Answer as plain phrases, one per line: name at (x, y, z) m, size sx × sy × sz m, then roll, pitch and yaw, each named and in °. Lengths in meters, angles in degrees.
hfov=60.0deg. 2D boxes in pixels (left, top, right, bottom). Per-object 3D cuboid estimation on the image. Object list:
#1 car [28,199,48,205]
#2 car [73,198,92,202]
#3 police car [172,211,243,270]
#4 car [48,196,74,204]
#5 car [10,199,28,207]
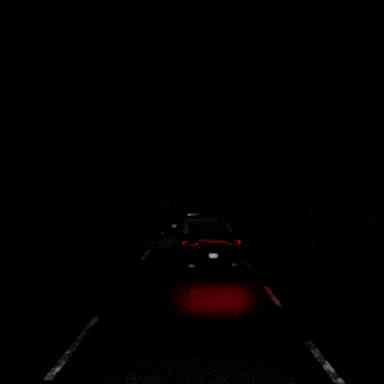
car at (-24.415, 1.945, 54.740) m, size 1.837 × 1.490 × 4.892 m, roll 0°, pitch -1°, yaw 1°
car at (-17.427, 1.966, 54.764) m, size 1.812 × 1.442 × 4.674 m, roll 0°, pitch -1°, yaw 1°
police car at (0.367, 1.486, 11.443) m, size 1.930 × 1.638 × 5.238 m, roll -1°, pitch 0°, yaw -4°
car at (-20.921, 1.661, 54.678) m, size 2.150 × 2.045 × 5.566 m, roll 0°, pitch -1°, yaw 1°
car at (-27.906, 1.918, 54.715) m, size 1.882 × 1.535 × 5.008 m, roll 0°, pitch -1°, yaw 1°
